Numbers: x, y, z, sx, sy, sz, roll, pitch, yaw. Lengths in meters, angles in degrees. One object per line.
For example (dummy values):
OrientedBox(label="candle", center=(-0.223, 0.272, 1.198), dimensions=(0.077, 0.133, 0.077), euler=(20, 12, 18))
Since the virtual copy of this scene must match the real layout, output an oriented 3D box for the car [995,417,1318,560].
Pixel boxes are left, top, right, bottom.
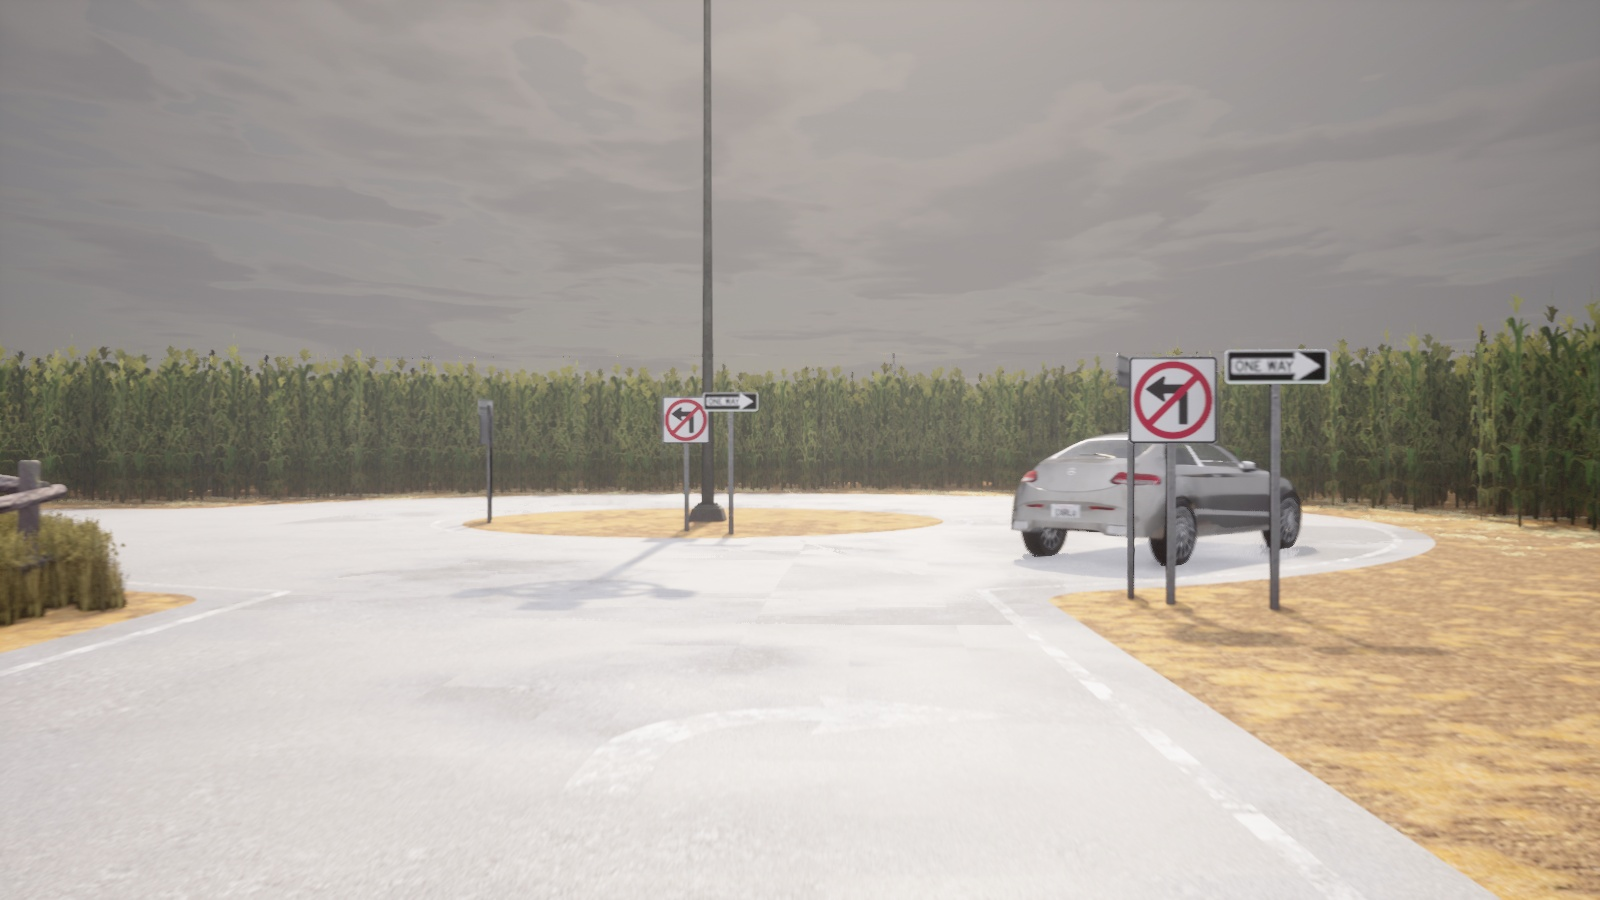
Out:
OrientedBox(label="car", center=(4.979, 0.433, 17.039), dimensions=(2.152, 1.651, 5.027), euler=(0, 0, 43))
